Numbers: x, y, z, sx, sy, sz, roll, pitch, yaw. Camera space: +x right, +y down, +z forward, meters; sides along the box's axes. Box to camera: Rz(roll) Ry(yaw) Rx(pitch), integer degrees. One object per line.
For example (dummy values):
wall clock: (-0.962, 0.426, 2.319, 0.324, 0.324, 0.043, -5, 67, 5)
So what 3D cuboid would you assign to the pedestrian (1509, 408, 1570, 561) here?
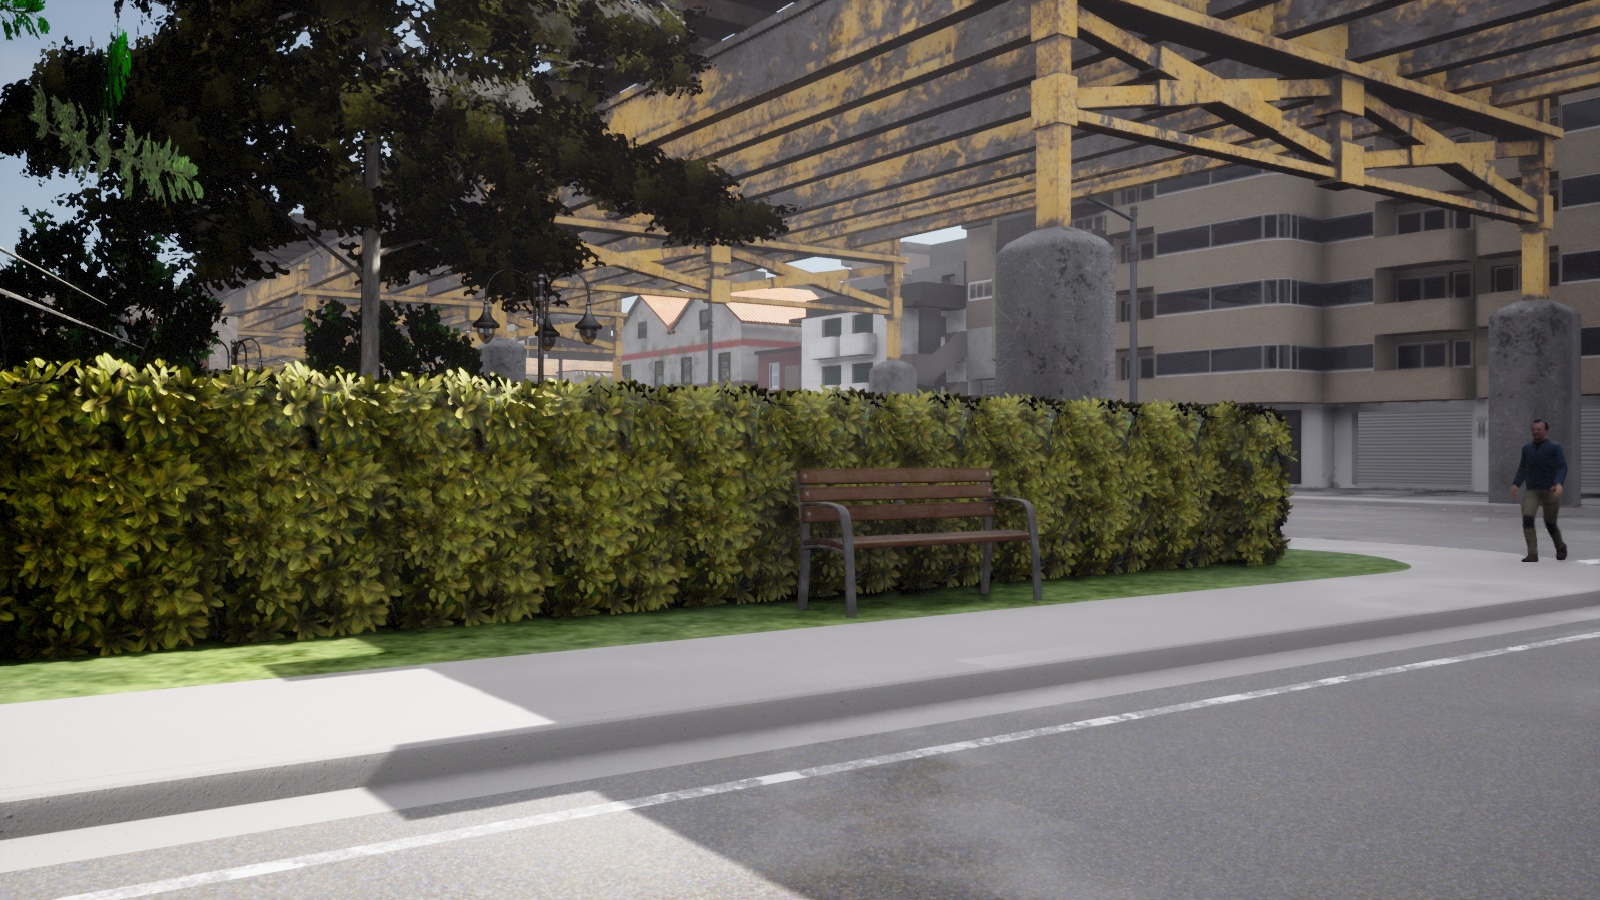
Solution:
pedestrian: (9.157, 0.415, 15.553, 0.726, 1.842, 0.402, 0, 0, -37)
